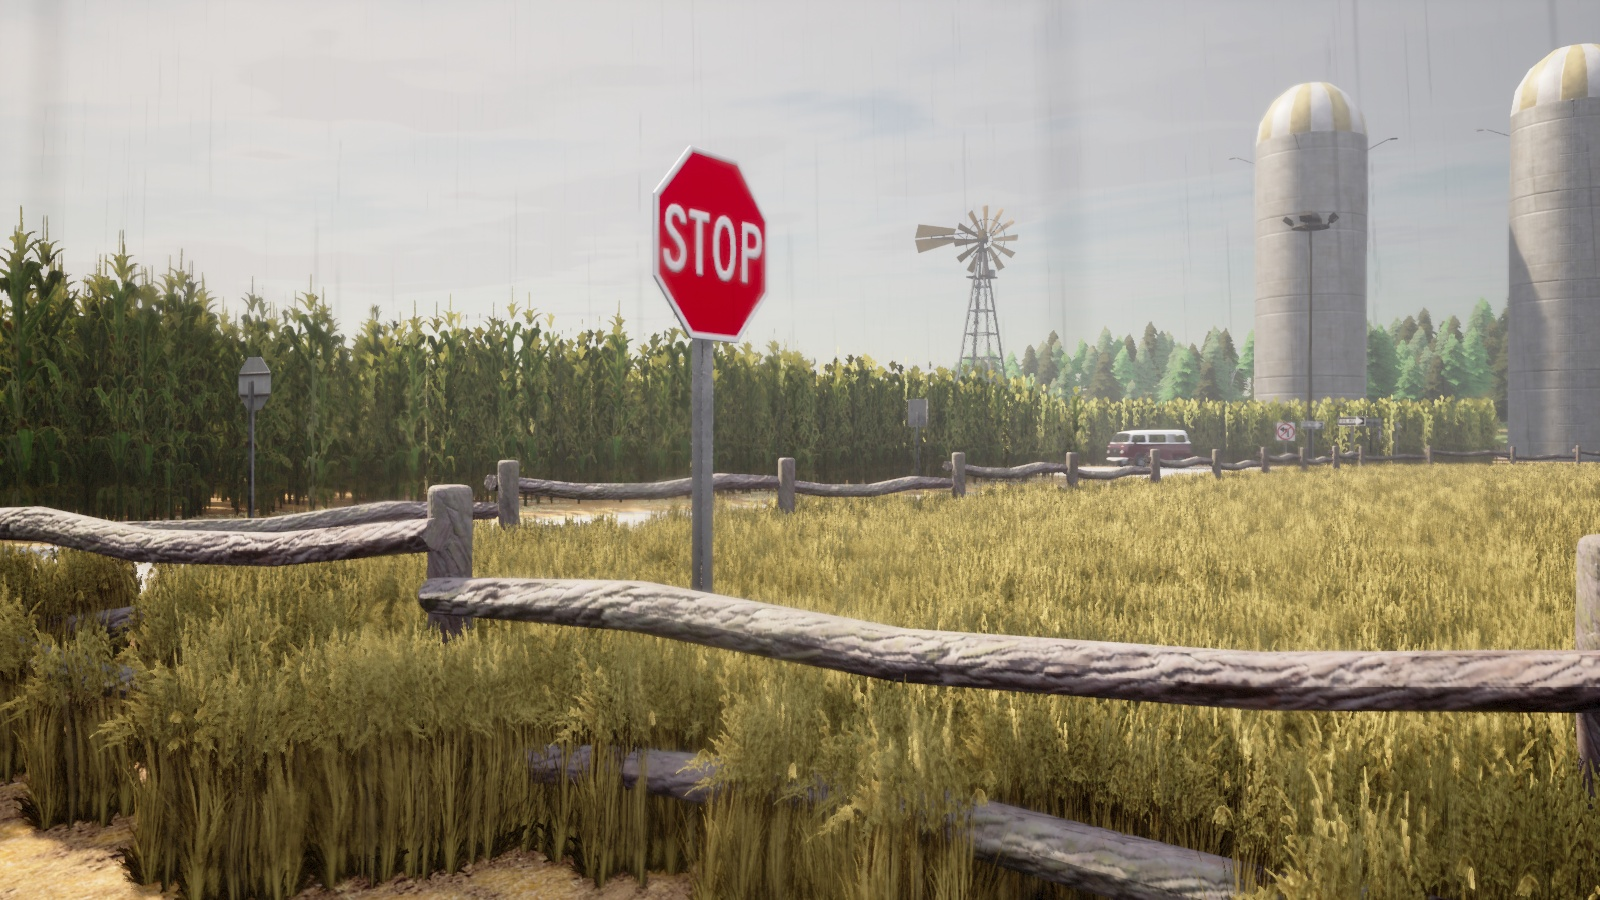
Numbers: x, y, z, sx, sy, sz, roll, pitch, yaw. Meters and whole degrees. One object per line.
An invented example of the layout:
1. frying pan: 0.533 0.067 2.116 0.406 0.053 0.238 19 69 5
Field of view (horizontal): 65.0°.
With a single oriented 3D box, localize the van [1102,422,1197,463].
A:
1. van: 18.480 -0.384 66.426 4.480 2.038 2.069 -1 0 -21
